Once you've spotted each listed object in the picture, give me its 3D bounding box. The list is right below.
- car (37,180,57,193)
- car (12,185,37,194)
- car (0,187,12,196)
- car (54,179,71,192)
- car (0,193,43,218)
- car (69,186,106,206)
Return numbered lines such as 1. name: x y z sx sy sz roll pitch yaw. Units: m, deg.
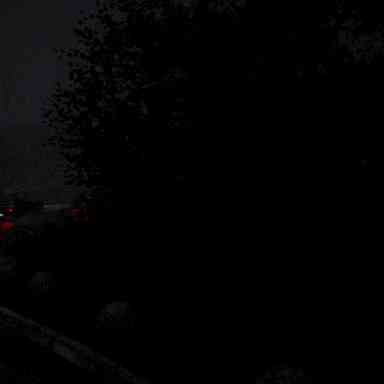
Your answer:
1. car: -22.847 -0.475 49.724 1.946 1.575 5.366 -1 4 6
2. car: -23.432 -0.103 44.243 1.946 1.575 5.366 -1 4 6
3. car: -24.028 0.272 38.765 1.946 1.575 5.366 -1 4 6
4. car: -22.234 -1.113 55.471 2.435 2.045 5.566 -1 4 6
5. car: -12.882 1.108 24.678 1.895 1.301 4.718 -1 4 -1
6. car: -9.466 0.514 31.324 1.837 1.490 4.892 -1 4 3
